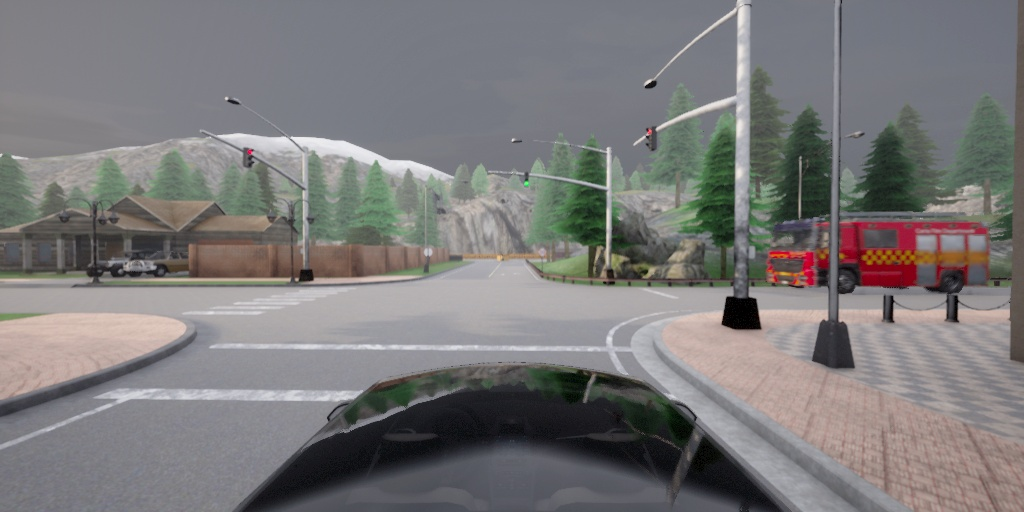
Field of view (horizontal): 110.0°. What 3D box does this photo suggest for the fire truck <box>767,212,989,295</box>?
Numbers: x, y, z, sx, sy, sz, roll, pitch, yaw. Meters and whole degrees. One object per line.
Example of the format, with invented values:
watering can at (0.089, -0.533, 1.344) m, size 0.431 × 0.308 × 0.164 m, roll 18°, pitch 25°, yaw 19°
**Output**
fire truck at (17.705, -0.146, 17.736) m, size 8.468 × 3.827 × 2.891 m, roll 0°, pitch 1°, yaw -1°
